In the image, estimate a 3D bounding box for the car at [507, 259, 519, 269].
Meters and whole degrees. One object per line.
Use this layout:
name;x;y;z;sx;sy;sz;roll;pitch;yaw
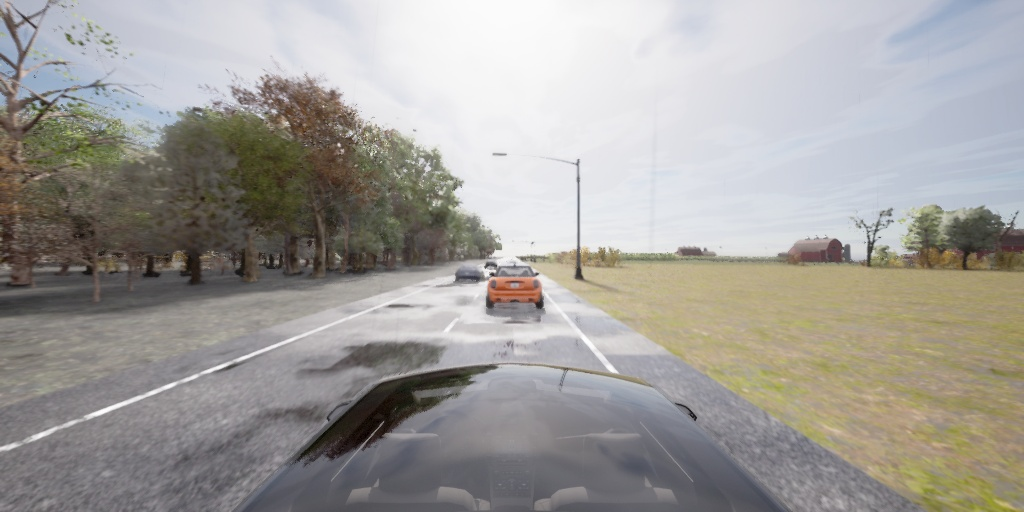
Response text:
car;0.124;1.234;54.301;1.812;1.442;4.674;0;0;0

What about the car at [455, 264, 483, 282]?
car;-3.387;1.296;29.072;1.994;1.385;4.181;0;0;0

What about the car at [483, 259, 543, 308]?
car;0.106;1.094;15.215;2.097;1.767;4.553;0;0;0

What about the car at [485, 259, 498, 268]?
car;-3.375;1.229;58.850;1.812;1.442;4.674;0;0;0
